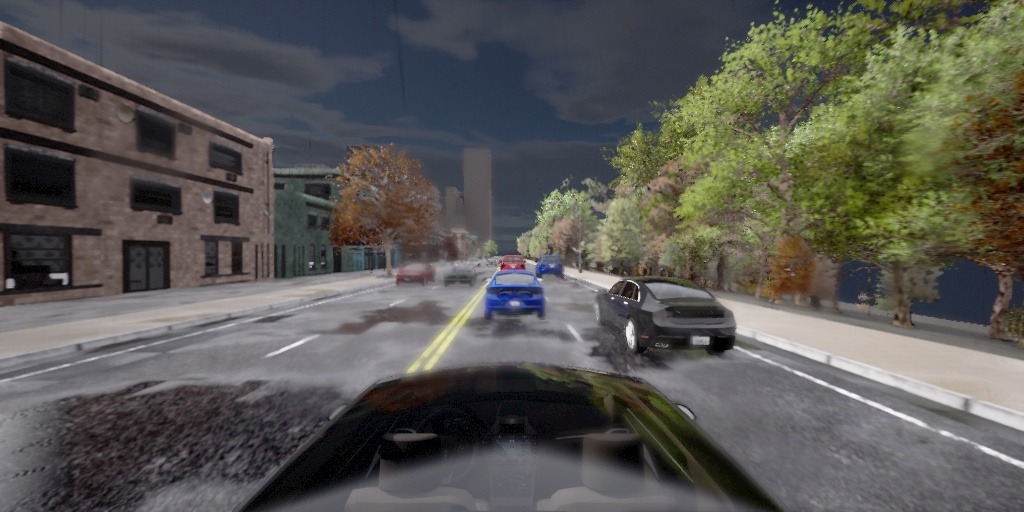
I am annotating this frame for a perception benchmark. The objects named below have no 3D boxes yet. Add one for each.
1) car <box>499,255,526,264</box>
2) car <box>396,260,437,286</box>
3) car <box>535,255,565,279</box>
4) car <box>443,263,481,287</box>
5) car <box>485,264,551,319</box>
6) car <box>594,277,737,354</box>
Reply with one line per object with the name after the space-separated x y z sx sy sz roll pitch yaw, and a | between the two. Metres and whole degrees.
0.052 0.967 31.872 2.150 2.045 5.566 0 0 -1 | car
-6.611 1.224 25.159 1.882 1.535 5.008 0 0 0 | car
3.302 0.967 31.933 2.150 2.045 5.566 0 0 -1 | car
-3.358 1.347 24.286 1.895 1.301 4.718 0 0 0 | car
0.099 1.226 12.801 1.882 1.535 5.008 0 0 0 | car
3.349 1.254 8.761 1.837 1.490 4.892 0 0 0 | car
